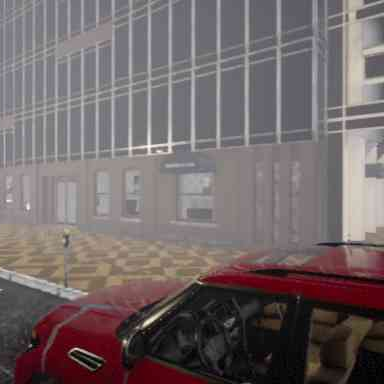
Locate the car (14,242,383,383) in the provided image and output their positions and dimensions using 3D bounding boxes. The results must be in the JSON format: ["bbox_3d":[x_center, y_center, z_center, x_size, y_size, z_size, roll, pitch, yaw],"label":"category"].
[{"bbox_3d":[0.852,1.312,2.273,5.009,1.841,2.192,0,0,35],"label":"car"}]
